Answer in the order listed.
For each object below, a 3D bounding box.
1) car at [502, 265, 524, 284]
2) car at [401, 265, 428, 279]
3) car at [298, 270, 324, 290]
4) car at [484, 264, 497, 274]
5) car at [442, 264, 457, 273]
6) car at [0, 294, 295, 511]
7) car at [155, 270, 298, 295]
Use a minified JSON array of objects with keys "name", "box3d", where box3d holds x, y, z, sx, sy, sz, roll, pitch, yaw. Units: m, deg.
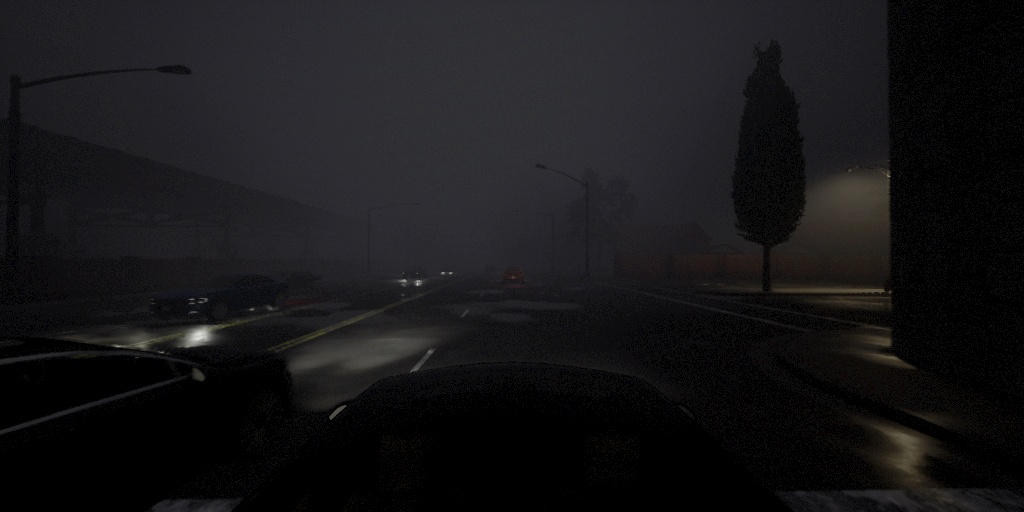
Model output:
[{"name":"car","box3d":[0.097,1.630,32.111,1.882,1.535,5.008,0,-1,0]},{"name":"car","box3d":[-10.593,1.774,39.350,1.812,1.442,4.674,0,-1,0]},{"name":"car","box3d":[-14.103,1.577,22.824,2.033,1.411,5.357,0,-1,0]},{"name":"car","box3d":[-3.407,2.018,56.197,2.033,1.411,5.357,0,-1,0]},{"name":"car","box3d":[-10.508,2.086,60.728,2.033,1.411,5.357,0,-1,0]},{"name":"car","box3d":[-3.415,1.248,2.150,2.128,1.511,4.902,0,-1,0]},{"name":"car","box3d":[-10.601,1.384,13.484,1.882,1.535,5.008,0,-1,0]}]
